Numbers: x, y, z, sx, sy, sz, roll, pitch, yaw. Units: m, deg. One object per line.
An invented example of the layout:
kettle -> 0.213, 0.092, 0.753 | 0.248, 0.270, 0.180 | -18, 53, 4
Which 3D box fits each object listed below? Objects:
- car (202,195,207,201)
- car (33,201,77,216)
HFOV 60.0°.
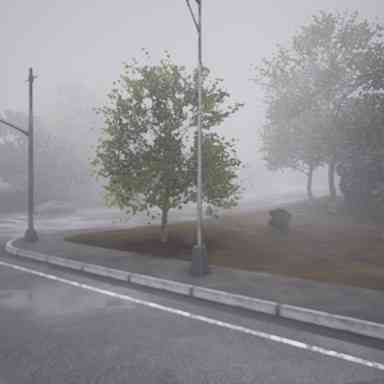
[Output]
car -> 2.491, 0.591, 51.512 | 1.837, 1.490, 4.892 | 0, 3, 38
car -> -13.197, 1.510, 31.739 | 1.994, 1.385, 4.181 | 0, 1, 38
